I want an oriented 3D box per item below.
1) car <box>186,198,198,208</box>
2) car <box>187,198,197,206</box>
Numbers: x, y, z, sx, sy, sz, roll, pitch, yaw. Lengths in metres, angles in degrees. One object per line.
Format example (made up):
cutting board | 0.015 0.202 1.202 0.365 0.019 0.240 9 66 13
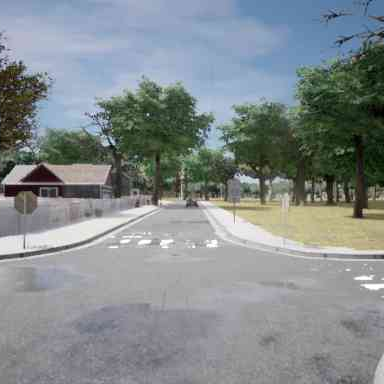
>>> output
car | 0.006 1.699 52.918 1.812 1.442 4.674 0 0 0
car | 0.010 1.827 62.953 1.895 1.301 4.718 0 0 0
